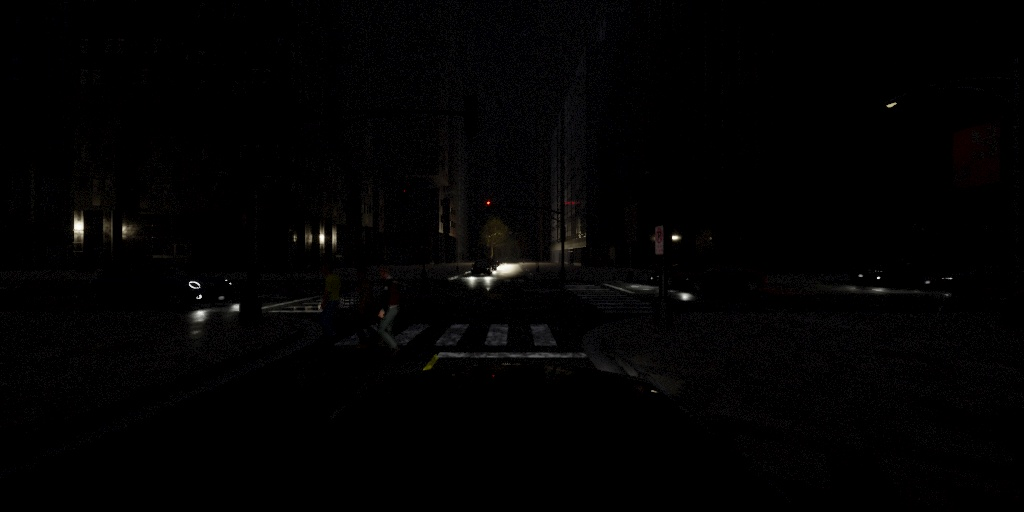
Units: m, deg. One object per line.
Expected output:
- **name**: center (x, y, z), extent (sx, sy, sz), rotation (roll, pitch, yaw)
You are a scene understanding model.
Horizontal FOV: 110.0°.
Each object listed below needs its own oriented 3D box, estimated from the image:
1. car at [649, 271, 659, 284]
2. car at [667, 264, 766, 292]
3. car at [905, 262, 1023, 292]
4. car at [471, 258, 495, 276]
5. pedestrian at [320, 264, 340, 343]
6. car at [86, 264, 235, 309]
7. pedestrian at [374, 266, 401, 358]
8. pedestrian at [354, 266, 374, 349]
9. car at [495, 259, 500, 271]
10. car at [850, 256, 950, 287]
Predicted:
- **car**: center (11.846, 1.258, 24.225), extent (4.892, 1.490, 1.837), rotation (0, 0, -1)
- **car**: center (12.000, 1.237, 20.969), extent (5.008, 1.535, 1.882), rotation (0, 0, 1)
- **car**: center (26.720, 1.269, 20.907), extent (4.902, 1.511, 2.128), rotation (0, 0, 0)
- **car**: center (-3.114, 1.227, 37.539), extent (1.882, 1.535, 5.008), rotation (0, 0, 1)
- **pedestrian**: center (-4.170, 1.044, 8.283), extent (0.375, 1.860, 0.375), rotation (0, 0, 0)
- **car**: center (-13.873, 1.101, 14.354), extent (4.553, 1.767, 2.097), rotation (0, 0, 0)
- **pedestrian**: center (-2.396, 1.044, 7.045), extent (0.375, 1.860, 0.375), rotation (0, 0, 0)
- **pedestrian**: center (-3.162, 1.044, 7.680), extent (0.375, 1.860, 0.375), rotation (0, 0, 0)
- **car**: center (-3.131, 1.101, 48.441), extent (2.097, 1.767, 4.553), rotation (0, 0, 0)
- **car**: center (26.268, 0.995, 24.165), extent (5.566, 2.045, 2.150), rotation (0, 0, 0)
